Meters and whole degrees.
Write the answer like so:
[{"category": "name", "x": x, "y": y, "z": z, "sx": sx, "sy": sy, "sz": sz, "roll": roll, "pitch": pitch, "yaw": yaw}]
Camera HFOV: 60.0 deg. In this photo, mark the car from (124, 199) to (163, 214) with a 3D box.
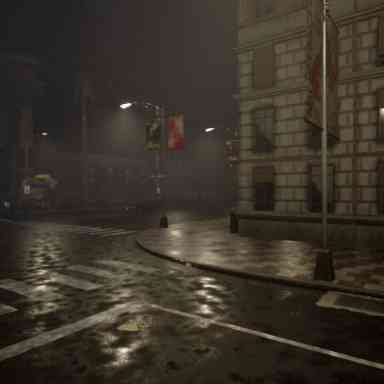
[{"category": "car", "x": -5.102, "y": 1.491, "z": 35.574, "sx": 2.128, "sy": 1.511, "sz": 4.902, "roll": 0, "pitch": 0, "yaw": 36}]
